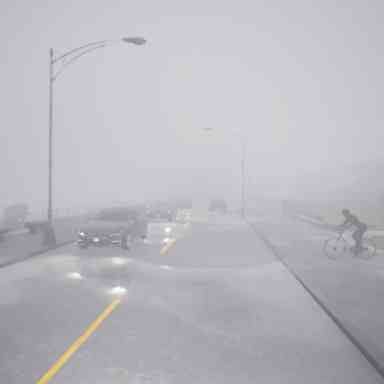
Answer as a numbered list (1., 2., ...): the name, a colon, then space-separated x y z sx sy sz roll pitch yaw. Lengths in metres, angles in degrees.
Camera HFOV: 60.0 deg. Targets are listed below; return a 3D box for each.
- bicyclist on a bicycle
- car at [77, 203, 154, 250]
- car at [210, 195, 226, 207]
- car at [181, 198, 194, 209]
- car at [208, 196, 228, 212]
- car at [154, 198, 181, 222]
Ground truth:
1. bicyclist on a bicycle: 5.073 1.356 10.660 1.656 1.620 0.582 0 0 5
2. car: -3.098 1.392 13.860 1.837 1.490 4.892 1 0 5
3. car: 3.748 1.286 47.775 2.128 1.511 4.902 1 0 5
4. car: -0.877 1.382 40.428 1.994 1.385 4.181 1 0 5
5. car: 2.845 1.349 36.099 1.837 1.490 4.892 1 0 5
6. car: -2.186 1.364 25.125 1.812 1.442 4.674 1 0 5
